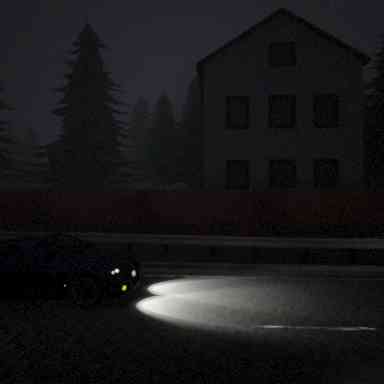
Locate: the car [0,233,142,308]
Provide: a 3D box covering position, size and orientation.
[{"bbox_3d":[-3.316,1.672,7.727,4.181,1.385,1.994,0,-1,4],"label":"car"}]
